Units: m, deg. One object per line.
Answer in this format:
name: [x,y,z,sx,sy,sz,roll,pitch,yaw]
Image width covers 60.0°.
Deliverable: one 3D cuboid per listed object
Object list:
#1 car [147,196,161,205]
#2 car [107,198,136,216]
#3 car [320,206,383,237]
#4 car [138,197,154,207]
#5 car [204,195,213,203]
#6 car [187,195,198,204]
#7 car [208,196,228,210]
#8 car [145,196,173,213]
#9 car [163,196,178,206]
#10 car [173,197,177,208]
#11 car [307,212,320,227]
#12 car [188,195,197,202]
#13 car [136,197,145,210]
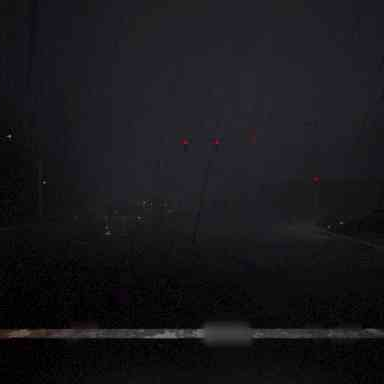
car: [-7.012,1.492,62.128,2.128,1.511,4.902,0,0,0]
car: [-7.067,1.526,32.940,1.812,1.442,4.674,0,0,0]
car: [9.546,1.572,17.510,4.674,1.442,1.812,0,0,0]
car: [-7.048,1.505,51.720,1.837,1.490,4.892,0,0,0]
car: [3.594,1.351,67.483,2.097,1.767,4.553,0,0,1]
car: [0.052,1.505,63.812,1.837,1.490,4.892,0,0,0]
car: [3.620,1.547,43.593,2.033,1.411,5.357,0,0,0]
car: [-3.558,1.352,37.033,2.097,1.767,4.553,0,0,0]
car: [-3.534,1.492,55.661,2.128,1.511,4.902,0,0,0]
car: [-3.556,1.564,45.603,1.994,1.385,4.181,0,0,0]
car: [9.510,1.611,21.008,4.181,1.385,1.994,0,0,0]
car: [0.061,1.413,73.921,1.994,1.385,4.181,0,0,0]
car: [-7.059,1.478,42.234,1.882,1.535,5.008,0,0,0]
